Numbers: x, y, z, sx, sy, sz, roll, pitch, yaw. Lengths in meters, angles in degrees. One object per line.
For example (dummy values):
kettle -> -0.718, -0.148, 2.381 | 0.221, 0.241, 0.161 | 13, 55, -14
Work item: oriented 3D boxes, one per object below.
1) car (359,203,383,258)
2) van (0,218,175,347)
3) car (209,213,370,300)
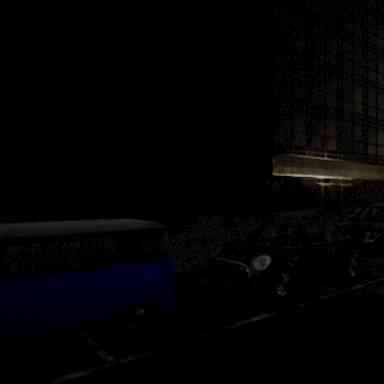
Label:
car -> 6.938, 1.332, 11.607 | 5.009, 1.841, 2.192 | 0, 0, -36
van -> -2.190, 1.344, 5.086 | 3.998, 1.788, 1.690 | 0, 0, -36
car -> 2.374, 1.450, 8.346 | 4.097, 1.590, 1.967 | 0, 0, -36
